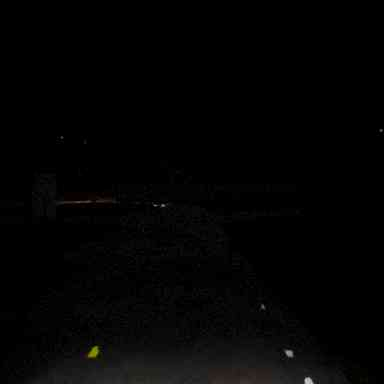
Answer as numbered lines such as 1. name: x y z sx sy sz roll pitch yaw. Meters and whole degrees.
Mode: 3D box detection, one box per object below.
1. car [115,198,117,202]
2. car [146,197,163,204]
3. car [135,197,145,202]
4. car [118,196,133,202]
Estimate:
1. car: -17.756 1.709 84.795 4.181 1.385 1.994 -1 0 42
2. car: -7.011 1.576 64.537 1.882 1.535 5.008 0 0 -22
3. car: -11.109 1.745 77.300 1.895 1.301 4.718 -1 0 -37
4. car: -14.826 1.810 77.616 1.895 1.301 4.718 -1 0 -37
